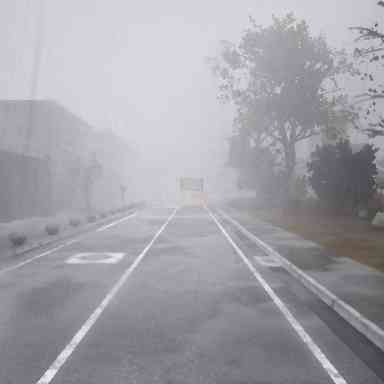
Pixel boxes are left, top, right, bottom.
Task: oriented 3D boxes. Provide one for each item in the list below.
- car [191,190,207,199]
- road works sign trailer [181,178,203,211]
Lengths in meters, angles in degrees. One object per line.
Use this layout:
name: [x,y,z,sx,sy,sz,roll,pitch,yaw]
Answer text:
car: [1.700,0.606,78.168,2.150,2.045,5.566,0,1,26]
road works sign trailer: [-0.003,0.239,36.851,2.380,3.560,2.880,0,0,0]
